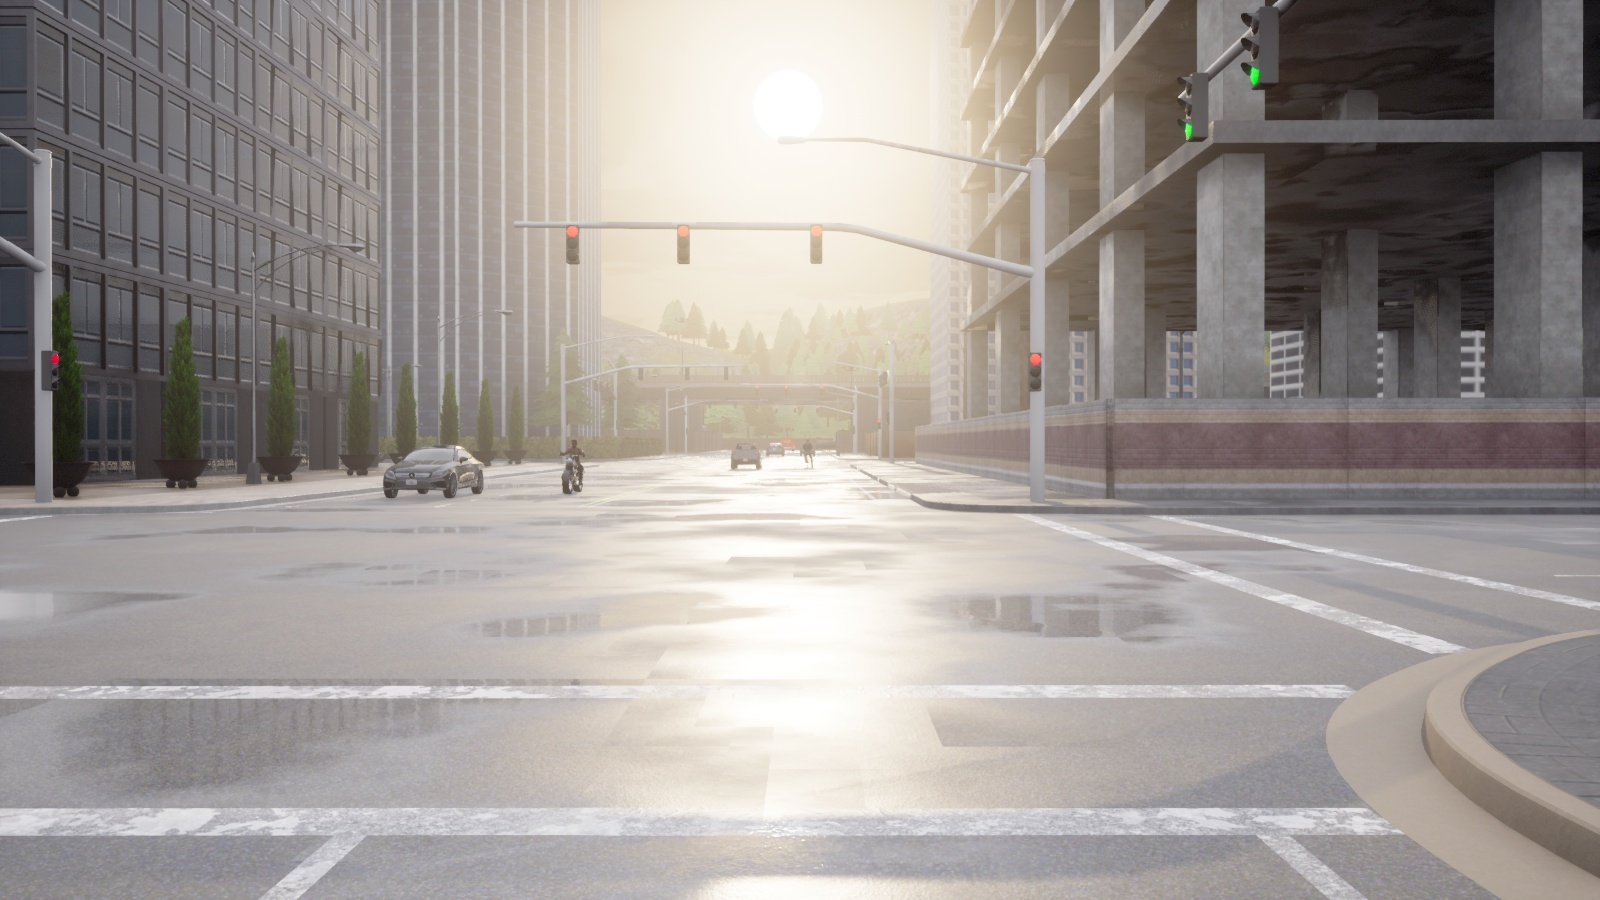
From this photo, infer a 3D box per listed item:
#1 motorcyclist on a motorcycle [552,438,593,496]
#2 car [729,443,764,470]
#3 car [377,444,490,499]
[{"bbox_3d":[-6.765,0.480,37.403,0.766,1.649,2.350,0,0,0],"label":"motorcyclist on a motorcycle"},{"bbox_3d":[-3.061,0.350,72.111,1.845,1.501,3.633,0,0,0],"label":"car"},{"bbox_3d":[-10.276,0.563,35.566,1.812,1.442,4.674,0,0,0],"label":"car"}]
